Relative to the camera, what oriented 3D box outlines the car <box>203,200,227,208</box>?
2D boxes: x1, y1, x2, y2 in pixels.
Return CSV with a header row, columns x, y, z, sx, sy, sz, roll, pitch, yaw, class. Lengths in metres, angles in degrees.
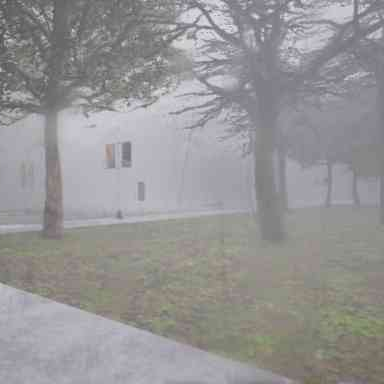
x,y,z,sx,sy,sz,roll,pitch,yaw,class
4.023,2.051,57.437,2.033,1.411,5.357,-1,-1,36,car
